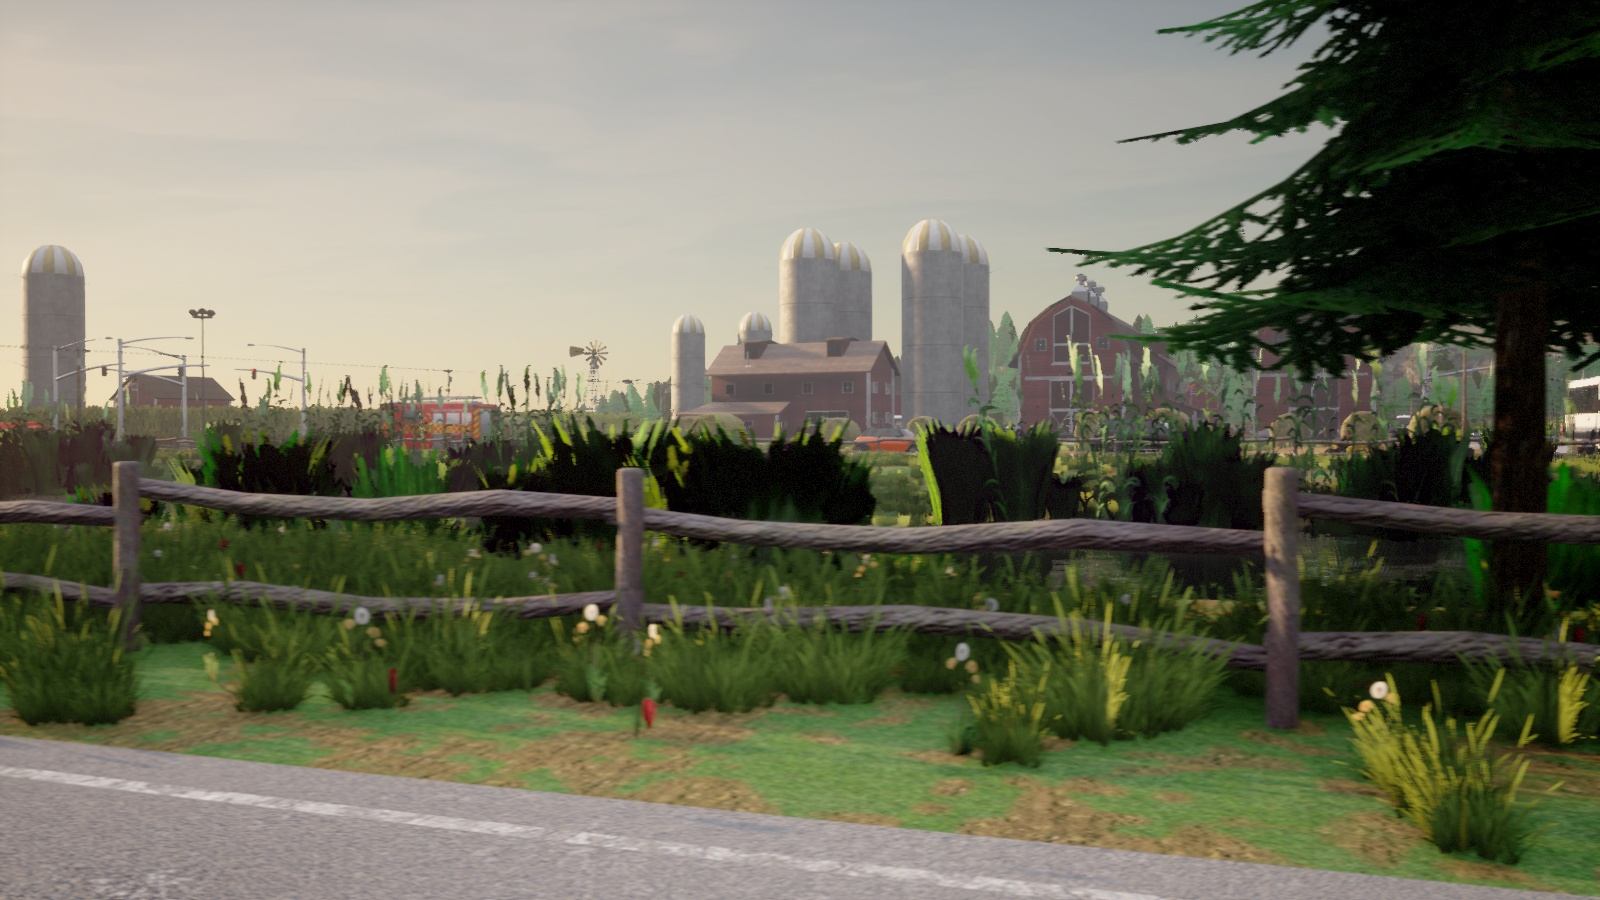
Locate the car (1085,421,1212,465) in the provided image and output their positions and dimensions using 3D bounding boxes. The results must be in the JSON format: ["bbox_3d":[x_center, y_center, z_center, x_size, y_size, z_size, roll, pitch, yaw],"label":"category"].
[{"bbox_3d":[16.774,-0.382,60.415,5.566,2.045,2.150,1,1,26],"label":"car"}]

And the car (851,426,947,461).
[{"bbox_3d":[5.220,-0.376,66.050,4.553,1.767,2.097,1,1,26],"label":"car"}]

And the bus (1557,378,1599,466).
[{"bbox_3d":[42.034,-1.411,64.503,3.944,4.253,10.273,1,1,23],"label":"bus"}]

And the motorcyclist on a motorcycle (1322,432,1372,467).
[{"bbox_3d":[24.640,-0.028,56.582,2.044,1.523,0.797,1,1,26],"label":"motorcyclist on a motorcycle"}]

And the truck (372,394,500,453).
[{"bbox_3d":[-24.497,-1.803,84.420,8.468,3.827,2.891,1,1,26],"label":"truck"}]
